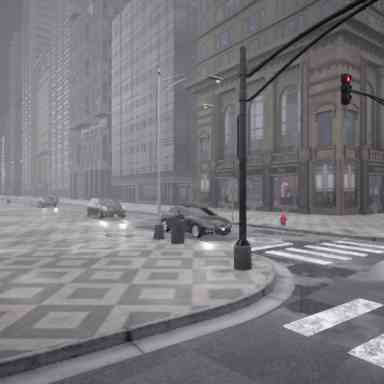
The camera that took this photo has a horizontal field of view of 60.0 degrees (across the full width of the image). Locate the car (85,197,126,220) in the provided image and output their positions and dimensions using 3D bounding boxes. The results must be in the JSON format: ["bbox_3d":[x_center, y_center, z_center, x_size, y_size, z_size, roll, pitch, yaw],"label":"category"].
[{"bbox_3d":[-7.223,1.268,27.693,2.097,1.767,4.553,0,0,-35],"label":"car"}]

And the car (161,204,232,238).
[{"bbox_3d":[0.058,1.453,17.433,1.837,1.490,4.892,0,1,-35],"label":"car"}]

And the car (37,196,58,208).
[{"bbox_3d":[-19.882,1.378,45.644,1.837,1.490,4.892,0,0,-35],"label":"car"}]

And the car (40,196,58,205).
[{"bbox_3d":[-25.093,1.447,58.333,1.895,1.301,4.718,0,0,-36],"label":"car"}]
